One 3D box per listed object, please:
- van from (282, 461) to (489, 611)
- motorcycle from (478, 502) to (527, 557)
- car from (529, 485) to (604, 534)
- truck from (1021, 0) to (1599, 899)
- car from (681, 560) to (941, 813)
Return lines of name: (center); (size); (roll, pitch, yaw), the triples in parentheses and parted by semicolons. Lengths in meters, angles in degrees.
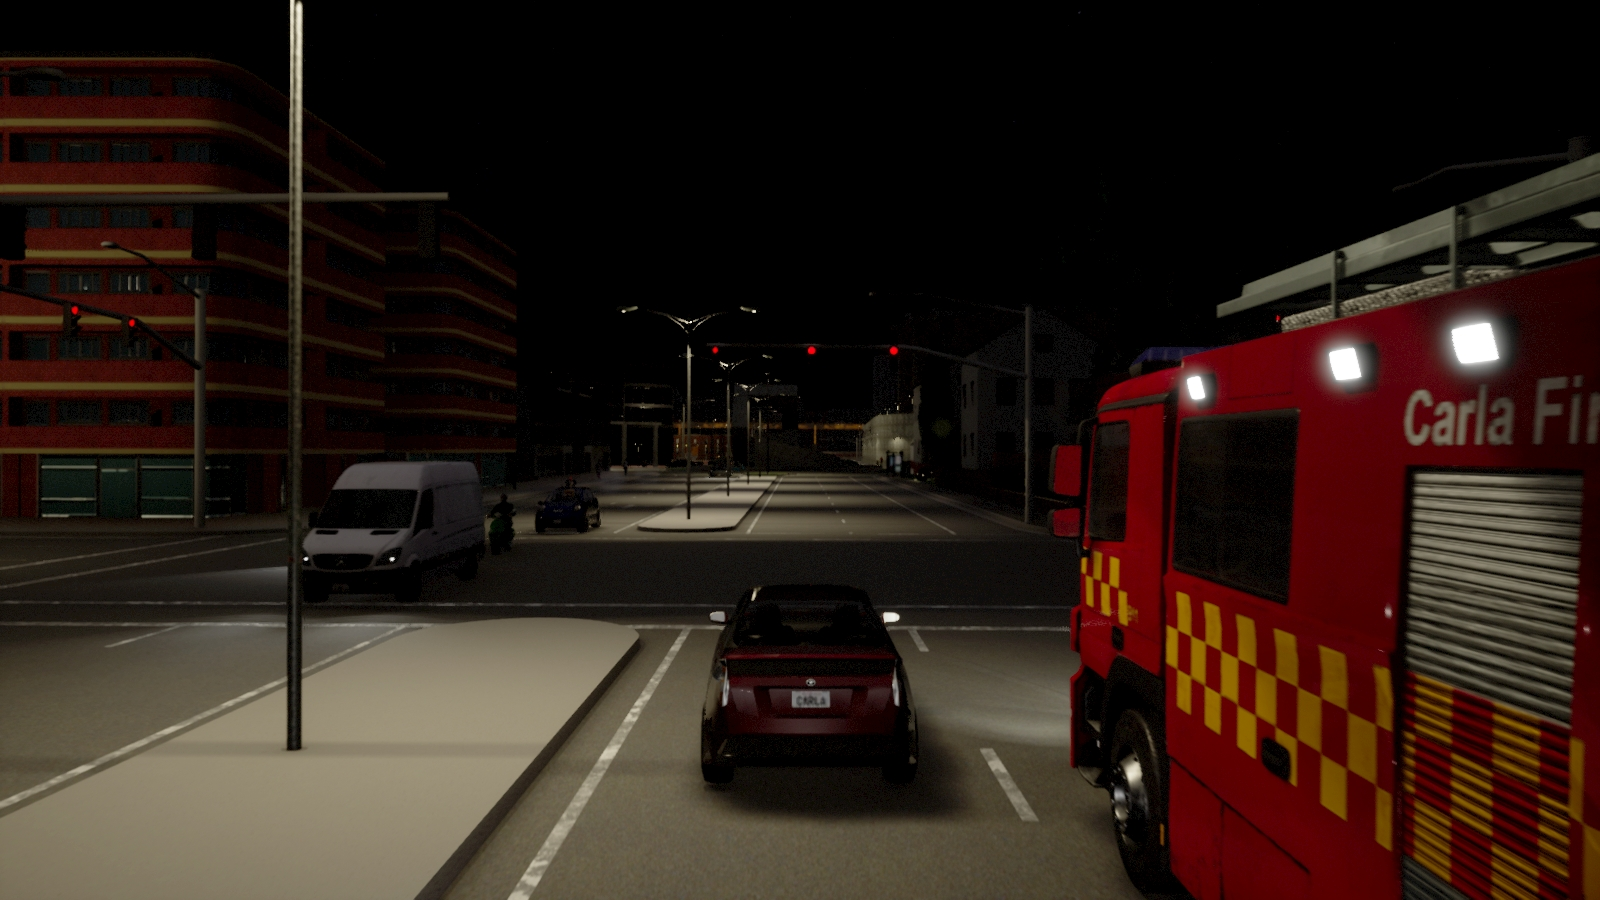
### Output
van: (-8.017, 1.522, 22.829); (1.988, 2.561, 5.915); (0, 0, 0)
motorcycle: (-8.003, 2.121, 30.802); (0.856, 1.341, 1.805); (0, 0, 0)
car: (-8.018, 2.034, 39.553); (1.845, 1.501, 3.633); (0, 0, 0)
truck: (3.243, 0.904, 5.048); (2.891, 3.827, 8.468); (0, 0, 0)
car: (0.059, 2.046, 11.087); (2.007, 1.525, 4.514); (0, 0, -1)
